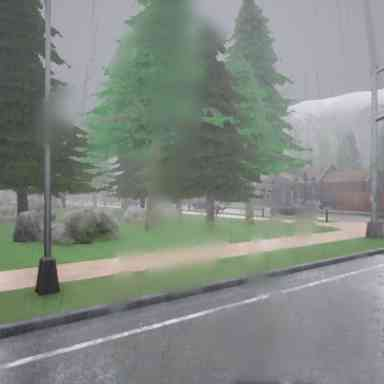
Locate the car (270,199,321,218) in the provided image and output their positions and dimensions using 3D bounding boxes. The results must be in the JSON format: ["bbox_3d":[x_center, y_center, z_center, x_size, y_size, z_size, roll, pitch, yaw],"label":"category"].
[{"bbox_3d":[9.244,1.598,30.658,1.994,1.385,4.181,0,0,-37],"label":"car"}]

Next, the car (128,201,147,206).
[{"bbox_3d":[-8.965,1.598,54.374,1.994,1.385,4.181,0,0,-40],"label":"car"}]

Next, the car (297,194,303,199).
[{"bbox_3d":[14.793,1.233,44.148,3.866,1.878,1.905,0,0,-37],"label":"car"}]

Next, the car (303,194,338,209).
[{"bbox_3d":[16.620,1.232,42.377,4.605,1.855,1.932,0,0,-37],"label":"car"}]

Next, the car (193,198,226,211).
[{"bbox_3d":[2.057,1.525,40.197,2.128,1.511,4.902,0,0,-37],"label":"car"}]
